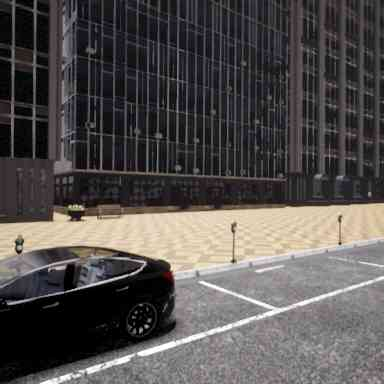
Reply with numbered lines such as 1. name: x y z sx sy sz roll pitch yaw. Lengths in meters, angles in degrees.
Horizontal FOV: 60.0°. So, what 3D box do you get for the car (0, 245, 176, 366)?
1. car: -2.258 1.566 4.941 4.313 1.339 1.947 0 1 -36
